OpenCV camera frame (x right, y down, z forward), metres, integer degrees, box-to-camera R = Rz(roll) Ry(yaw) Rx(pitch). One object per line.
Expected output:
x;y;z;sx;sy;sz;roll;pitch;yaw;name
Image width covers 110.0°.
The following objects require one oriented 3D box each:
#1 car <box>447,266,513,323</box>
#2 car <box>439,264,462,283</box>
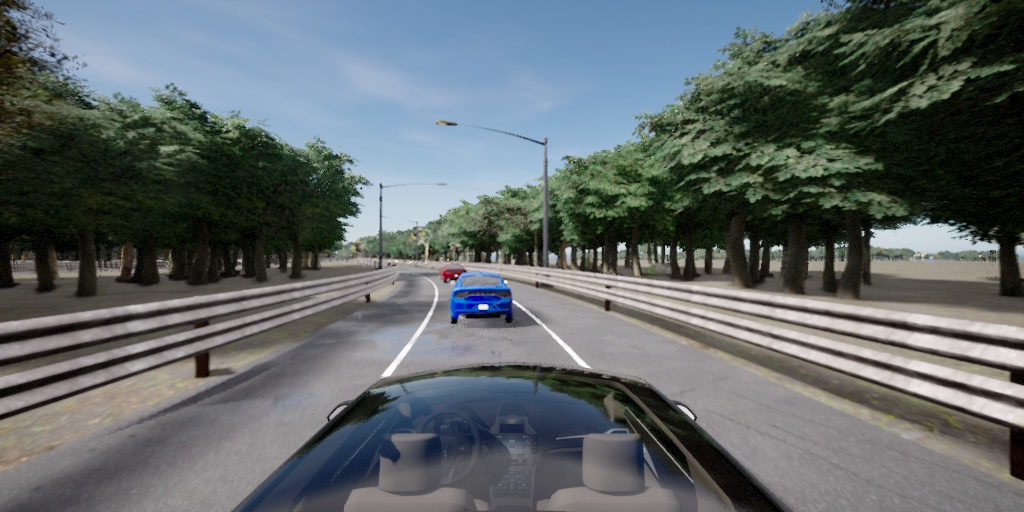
-1.130;1.288;12.495;1.882;1.535;5.008;0;0;-8;car
-4.984;1.377;30.103;1.882;1.535;5.008;0;0;-16;car
